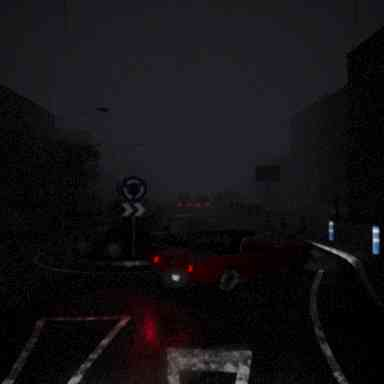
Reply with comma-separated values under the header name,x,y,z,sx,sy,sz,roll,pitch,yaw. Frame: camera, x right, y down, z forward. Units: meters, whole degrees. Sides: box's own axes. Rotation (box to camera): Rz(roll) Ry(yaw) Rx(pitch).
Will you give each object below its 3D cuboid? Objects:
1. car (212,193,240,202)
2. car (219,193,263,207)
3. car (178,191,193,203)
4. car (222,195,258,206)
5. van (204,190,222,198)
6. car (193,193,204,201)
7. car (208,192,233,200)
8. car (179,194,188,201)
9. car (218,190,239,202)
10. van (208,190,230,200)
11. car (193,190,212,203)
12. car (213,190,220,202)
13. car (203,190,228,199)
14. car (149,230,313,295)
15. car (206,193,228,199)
name,x,y,z,sx,sy,sz,roll,pitch,yaw
car,6.173,0.965,60.507,4.892,1.521,2.231,0,1,-2
car,6.654,1.243,43.978,5.366,1.575,1.946,0,1,-2
car,-1.283,0.867,57.007,2.097,1.767,4.553,0,1,-2
car,6.731,1.231,46.742,4.674,1.452,2.002,0,1,-2
van,5.155,0.564,82.532,4.442,1.987,1.878,0,0,-2
car,1.259,0.904,67.020,1.837,1.490,4.892,0,1,-2
car,5.837,0.872,68.767,5.008,1.535,2.097,0,0,-2
car,-1.740,0.993,66.929,1.895,1.301,4.718,0,1,-2
car,6.584,1.012,49.490,4.553,1.767,2.185,0,1,-2
van,5.840,0.624,71.402,4.442,1.987,1.878,0,0,-2
car,1.722,0.876,56.897,2.097,1.767,4.553,0,1,-2
car,6.533,0.838,52.243,5.566,2.045,2.435,0,1,-2
car,5.467,0.561,77.029,5.566,2.045,2.435,0,0,-2
car,1.299,1.691,9.073,4.718,1.301,1.895,0,0,-40
car,5.610,0.869,74.274,4.674,1.452,2.002,0,0,-2
